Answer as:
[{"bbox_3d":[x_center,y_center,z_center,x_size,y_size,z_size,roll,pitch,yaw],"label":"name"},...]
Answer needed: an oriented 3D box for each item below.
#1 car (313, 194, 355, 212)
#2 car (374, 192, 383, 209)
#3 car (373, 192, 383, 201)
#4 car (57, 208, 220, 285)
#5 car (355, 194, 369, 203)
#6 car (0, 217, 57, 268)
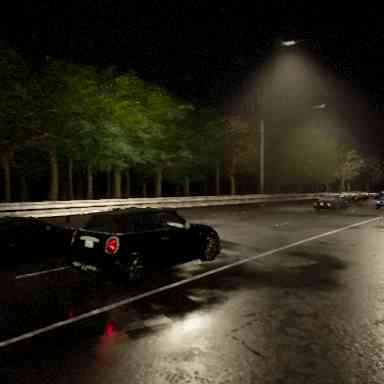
[{"bbox_3d":[13.336,1.104,31.683,2.033,1.411,5.357,1,1,43],"label":"car"},{"bbox_3d":[20.678,1.054,34.591,2.033,1.411,5.357,1,1,43],"label":"car"},{"bbox_3d":[32.504,0.749,56.462,4.181,1.385,1.994,-1,1,-43],"label":"car"},{"bbox_3d":[-1.112,1.234,9.585,2.097,1.767,4.553,1,1,39],"label":"car"},{"bbox_3d":[23.930,0.912,48.019,4.718,1.301,1.895,-1,1,-45],"label":"car"},{"bbox_3d":[-5.113,1.441,10.026,1.994,1.385,4.181,1,1,39],"label":"car"}]
